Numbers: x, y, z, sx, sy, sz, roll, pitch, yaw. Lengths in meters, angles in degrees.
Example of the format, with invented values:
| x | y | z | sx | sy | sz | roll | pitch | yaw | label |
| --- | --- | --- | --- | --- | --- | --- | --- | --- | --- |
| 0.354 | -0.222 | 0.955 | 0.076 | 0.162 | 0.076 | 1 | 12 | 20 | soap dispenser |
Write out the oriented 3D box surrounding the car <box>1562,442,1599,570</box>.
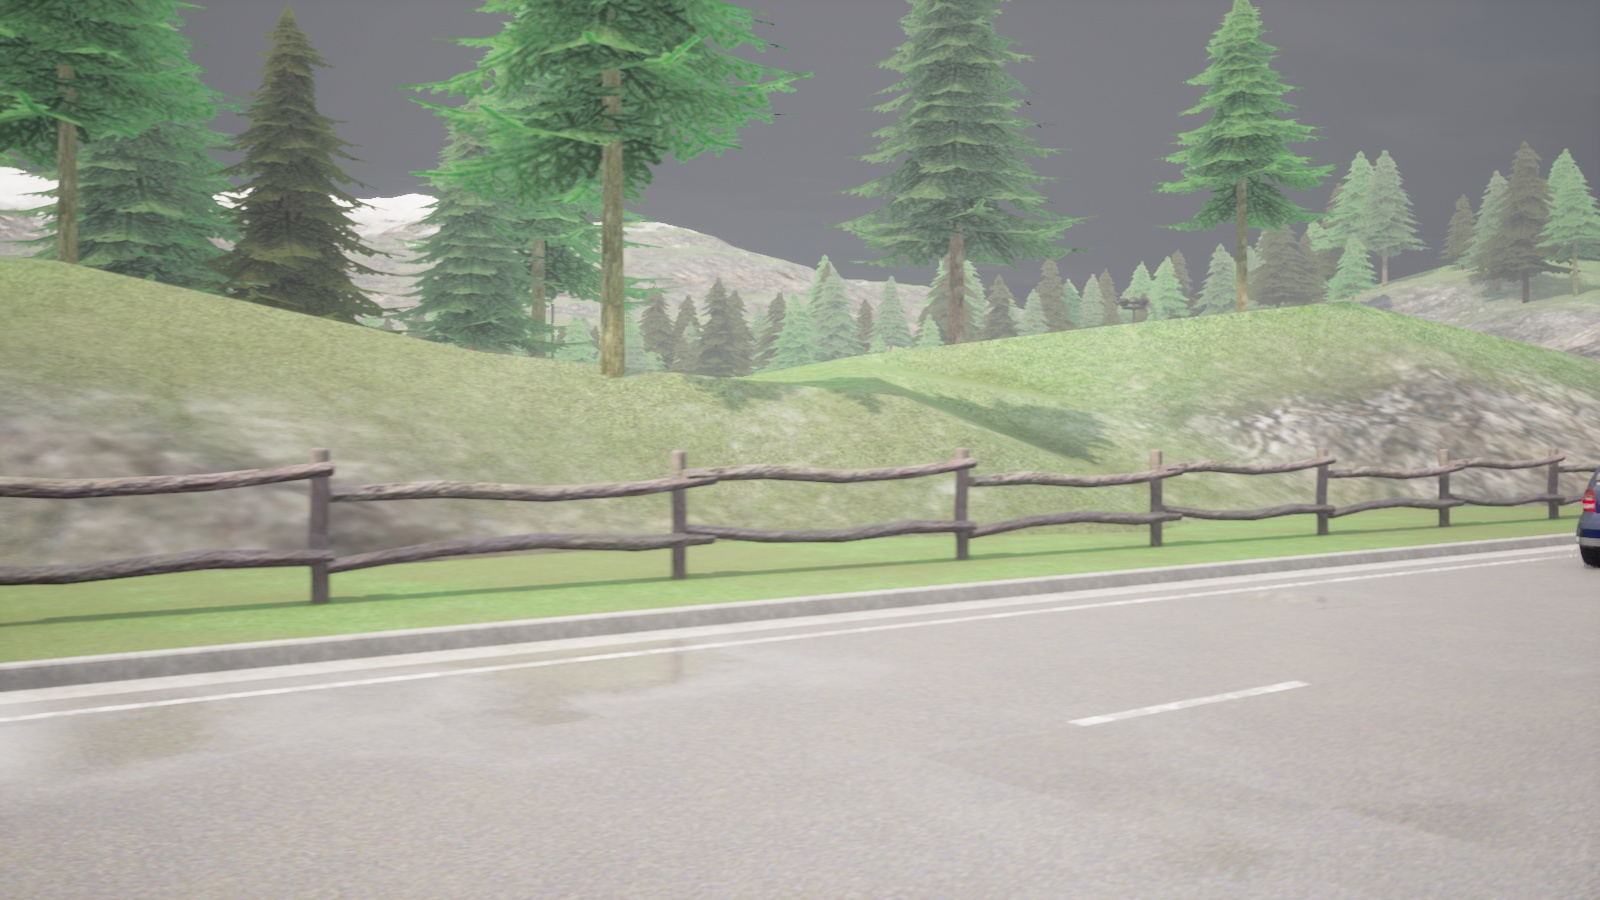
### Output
| x | y | z | sx | sy | sz | roll | pitch | yaw | label |
| --- | --- | --- | --- | --- | --- | --- | --- | --- | --- |
| 11.509 | 0.669 | 15.937 | 3.705 | 1.549 | 1.789 | 0 | 0 | -35 | car |
